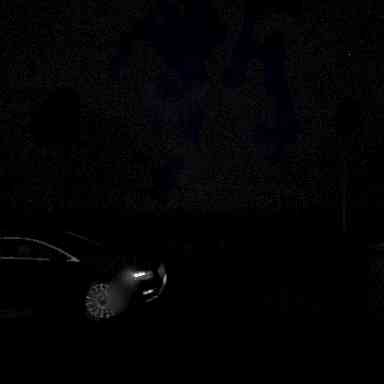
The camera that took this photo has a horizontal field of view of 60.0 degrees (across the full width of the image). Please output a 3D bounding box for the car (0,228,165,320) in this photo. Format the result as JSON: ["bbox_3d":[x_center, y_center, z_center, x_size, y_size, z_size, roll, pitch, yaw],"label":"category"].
[{"bbox_3d":[-3.005,1.501,6.686,4.902,1.511,2.128,-1,0,1],"label":"car"}]
